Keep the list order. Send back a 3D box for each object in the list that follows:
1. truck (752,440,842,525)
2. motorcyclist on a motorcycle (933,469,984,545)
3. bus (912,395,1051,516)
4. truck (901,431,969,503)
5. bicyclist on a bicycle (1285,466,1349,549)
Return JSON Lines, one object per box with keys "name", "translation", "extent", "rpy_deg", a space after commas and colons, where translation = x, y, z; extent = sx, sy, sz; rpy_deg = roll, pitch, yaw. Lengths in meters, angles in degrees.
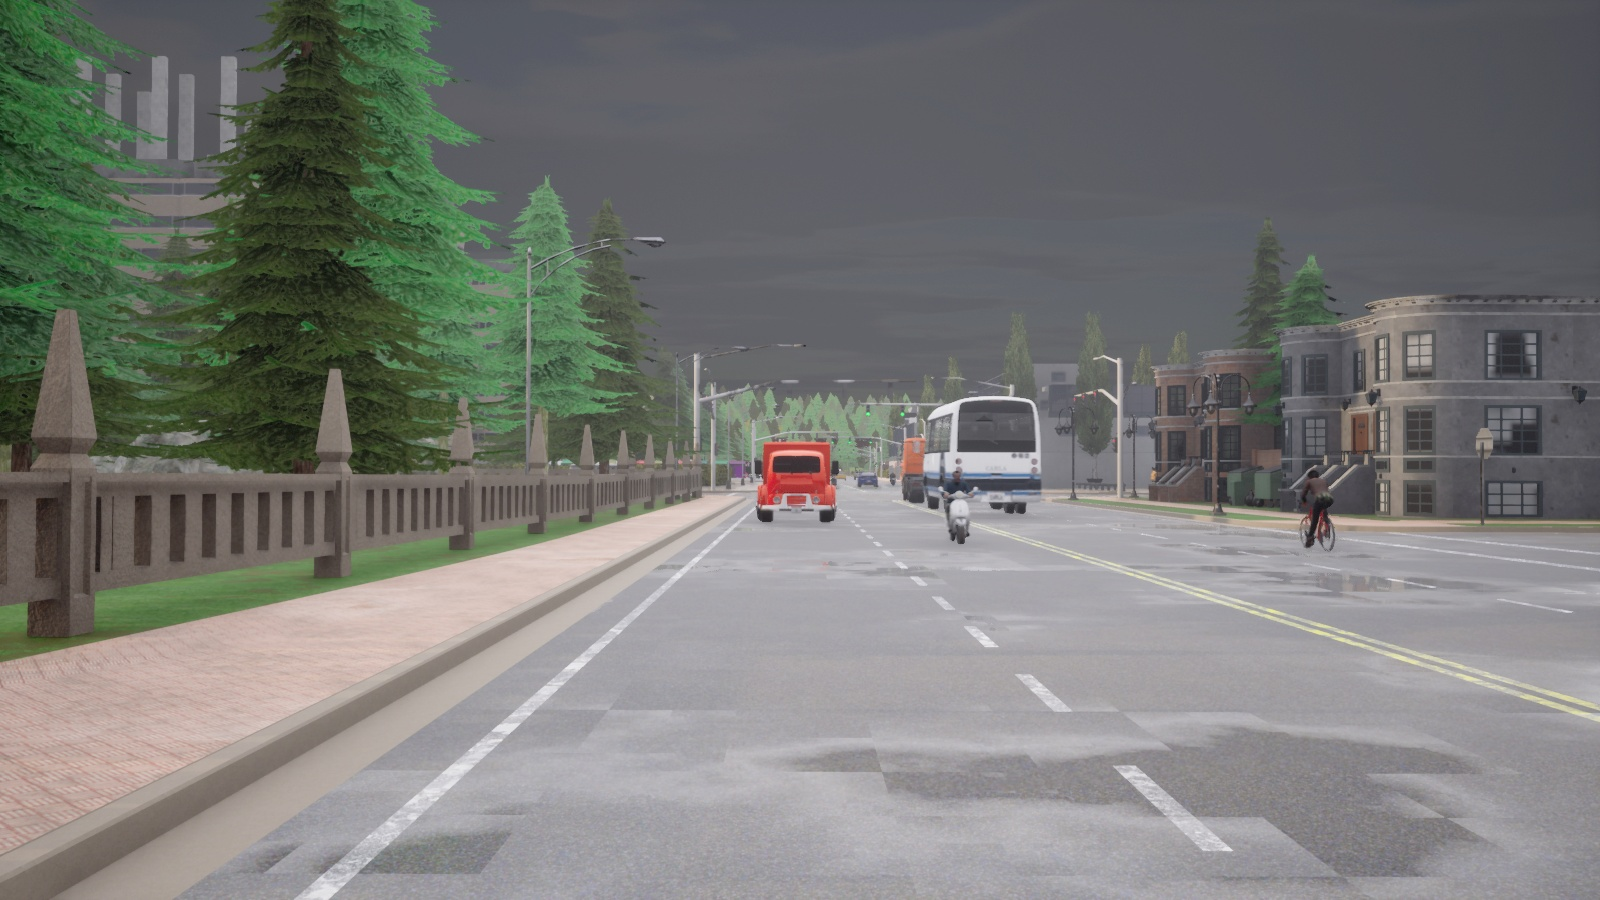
{"name": "truck", "translation": [-0.101, 0.986, 39.291], "extent": [2.627, 2.467, 5.204], "rpy_deg": [0, -1, 0]}
{"name": "motorcyclist on a motorcycle", "translation": [3.431, 1.211, 27.279], "extent": [0.866, 1.590, 1.817], "rpy_deg": [0, -1, 0]}
{"name": "bus", "translation": [6.869, 0.240, 49.515], "extent": [3.944, 4.253, 10.273], "rpy_deg": [0, -1, 0]}
{"name": "truck", "translation": [6.921, 0.900, 65.370], "extent": [2.891, 3.462, 7.936], "rpy_deg": [0, -1, 2]}
{"name": "bicyclist on a bicycle", "translation": [10.435, 1.151, 25.412], "extent": [0.582, 1.620, 1.656], "rpy_deg": [0, -1, 0]}
